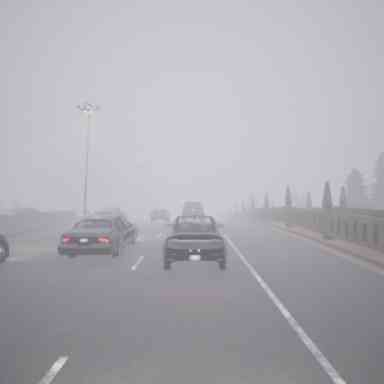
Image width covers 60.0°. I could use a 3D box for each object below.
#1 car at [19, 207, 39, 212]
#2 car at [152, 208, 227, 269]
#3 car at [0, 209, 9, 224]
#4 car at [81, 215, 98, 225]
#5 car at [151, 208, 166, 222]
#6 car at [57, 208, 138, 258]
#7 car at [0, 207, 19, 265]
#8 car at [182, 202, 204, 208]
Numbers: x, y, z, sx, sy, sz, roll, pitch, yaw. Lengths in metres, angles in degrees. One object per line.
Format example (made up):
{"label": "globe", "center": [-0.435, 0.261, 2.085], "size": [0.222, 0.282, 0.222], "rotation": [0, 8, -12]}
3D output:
{"label": "car", "center": [-14.091, 1.951, 27.342], "size": [2.033, 1.411, 5.357], "rotation": [0, -3, 0]}
{"label": "car", "center": [0.090, 1.526, 11.237], "size": [2.128, 1.511, 4.902], "rotation": [0, 0, 0]}
{"label": "car", "center": [-17.590, 2.031, 27.853], "size": [1.895, 1.301, 4.718], "rotation": [0, -3, 0]}
{"label": "car", "center": [-20.980, 5.746, 68.115], "size": [2.097, 1.767, 4.553], "rotation": [0, -6, 0]}
{"label": "car", "center": [-3.390, 2.525, 36.408], "size": [2.128, 1.511, 4.902], "rotation": [0, -5, 0]}
{"label": "car", "center": [-3.403, 1.586, 12.977], "size": [2.033, 1.411, 5.357], "rotation": [0, 0, 0]}
{"label": "car", "center": [-6.918, 1.377, 8.819], "size": [2.097, 1.767, 4.553], "rotation": [0, 0, 0]}
{"label": "car", "center": [0.110, 2.128, 34.914], "size": [2.150, 2.045, 5.566], "rotation": [0, -5, 0]}
